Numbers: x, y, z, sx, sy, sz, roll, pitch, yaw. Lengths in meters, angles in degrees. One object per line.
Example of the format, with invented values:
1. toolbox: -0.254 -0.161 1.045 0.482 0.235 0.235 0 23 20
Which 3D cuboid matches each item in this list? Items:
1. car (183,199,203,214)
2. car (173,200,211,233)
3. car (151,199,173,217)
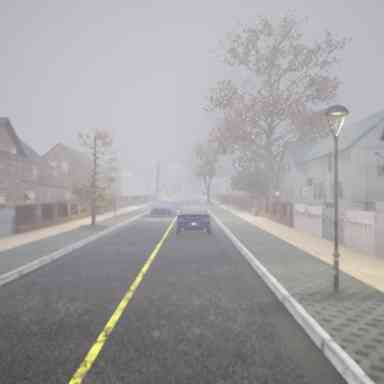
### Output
1. car: 0.090 1.549 37.295 2.033 1.411 5.357 0 0 0
2. car: 0.097 1.479 19.494 1.882 1.535 5.008 0 0 0
3. car: -2.802 1.479 31.889 1.882 1.535 5.008 0 0 1
